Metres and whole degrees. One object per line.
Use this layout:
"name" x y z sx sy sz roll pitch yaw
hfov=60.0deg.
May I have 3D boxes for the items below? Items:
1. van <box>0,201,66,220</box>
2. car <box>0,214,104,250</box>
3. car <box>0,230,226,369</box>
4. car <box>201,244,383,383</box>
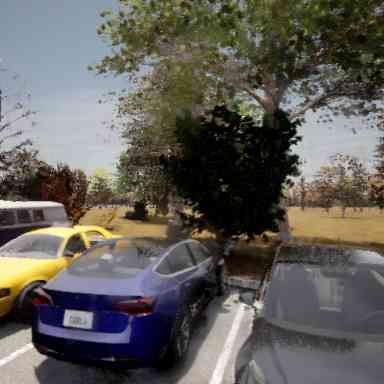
"van" -5.521 1.265 9.336 1.878 1.987 4.442 1 -1 16
"car" -3.125 1.485 7.532 1.946 1.575 5.366 1 -1 16
"car" -0.653 1.519 6.009 2.163 1.488 4.792 0 -1 16
"car" 1.758 1.516 4.217 2.163 1.488 4.792 1 -1 16
